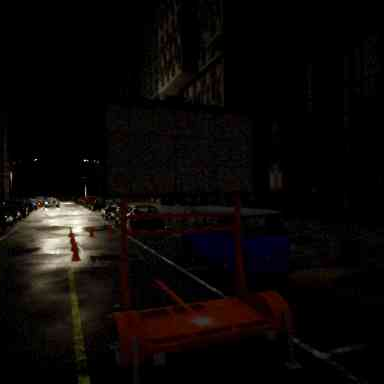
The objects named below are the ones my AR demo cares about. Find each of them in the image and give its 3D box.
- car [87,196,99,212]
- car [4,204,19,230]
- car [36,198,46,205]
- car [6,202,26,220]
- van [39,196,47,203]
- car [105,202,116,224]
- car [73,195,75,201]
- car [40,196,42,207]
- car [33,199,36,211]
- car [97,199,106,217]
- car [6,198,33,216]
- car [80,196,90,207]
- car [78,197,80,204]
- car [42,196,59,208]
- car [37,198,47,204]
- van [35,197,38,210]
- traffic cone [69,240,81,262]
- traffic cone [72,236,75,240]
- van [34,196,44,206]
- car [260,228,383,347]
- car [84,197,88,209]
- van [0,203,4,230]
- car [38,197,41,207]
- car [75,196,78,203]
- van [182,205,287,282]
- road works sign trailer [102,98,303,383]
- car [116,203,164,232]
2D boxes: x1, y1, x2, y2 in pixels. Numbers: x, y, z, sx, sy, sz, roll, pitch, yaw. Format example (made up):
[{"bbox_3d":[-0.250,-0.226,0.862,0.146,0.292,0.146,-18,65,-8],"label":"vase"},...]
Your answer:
[{"bbox_3d":[-11.402,1.613,41.013,1.967,1.590,4.097,-1,0,-22],"label":"car"},{"bbox_3d":[-13.091,1.766,22.142,1.947,1.339,4.313,-1,0,-22],"label":"car"},{"bbox_3d":[-33.794,2.053,74.386,1.752,1.417,4.829,-1,0,-22],"label":"car"},{"bbox_3d":[-15.167,1.799,27.383,1.947,1.339,4.313,-1,0,-22],"label":"car"},{"bbox_3d":[-38.013,1.940,85.024,1.690,1.788,3.998,-1,0,-22],"label":"van"},{"bbox_3d":[-5.234,1.601,25.452,1.752,1.417,4.829,-1,0,-22],"label":"car"},{"bbox_3d":[-28.010,2.004,82.931,1.947,1.339,4.313,-1,0,-22],"label":"car"},{"bbox_3d":[-27.629,1.870,58.824,1.967,1.590,4.097,-1,0,-22],"label":"car"},{"bbox_3d":[-19.321,1.843,37.863,1.887,1.381,4.507,-1,0,-22],"label":"car"},{"bbox_3d":[-7.247,1.658,30.533,2.008,1.369,4.403,-1,0,-22],"label":"car"},{"bbox_3d":[-17.249,1.581,32.622,2.192,1.841,5.009,-1,0,-22],"label":"car"},{"bbox_3d":[-15.557,1.553,51.493,2.192,1.841,5.009,-1,0,-22],"label":"car"},{"bbox_3d":[-19.705,1.870,61.973,1.947,1.339,4.313,-1,0,-22],"label":"car"},{"bbox_3d":[-22.781,1.705,54.093,2.097,1.767,4.553,-1,0,-22],"label":"car"},{"bbox_3d":[-35.932,2.114,79.784,2.008,1.369,4.403,-1,0,-22],"label":"car"},{"bbox_3d":[-21.401,1.672,43.103,1.690,1.788,3.998,-1,0,-22],"label":"van"},{"bbox_3d":[-3.908,2.011,11.170,0.340,0.580,0.340,-1,0,-22],"label":"traffic cone"},{"bbox_3d":[-4.645,2.023,13.029,0.340,0.580,0.340,-1,0,-22],"label":"traffic cone"},{"bbox_3d":[-31.784,1.836,69.304,1.690,1.788,3.998,-1,0,-22],"label":"van"},{"bbox_3d":[3.071,1.471,4.493,1.752,1.417,4.829,-1,0,-22],"label":"car"},{"bbox_3d":[-13.476,1.771,46.253,1.947,1.339,4.313,-1,0,-22],"label":"car"},{"bbox_3d":[-11.019,1.509,16.902,1.690,1.788,3.998,-1,0,-22],"label":"van"},{"bbox_3d":[-23.476,1.804,48.343,1.967,1.590,4.097,-1,0,-22],"label":"car"},{"bbox_3d":[-23.860,1.810,72.451,1.967,1.590,4.097,-1,0,-22],"label":"car"},{"bbox_3d":[1.054,1.319,9.574,1.690,1.788,3.998,-1,0,-22],"label":"van"},{"bbox_3d":[-0.168,0.461,5.132,2.380,3.560,2.880,-1,0,-22],"label":"road works sign trailer"},{"bbox_3d":[-3.097,1.483,20.054,1.967,1.590,4.097,-1,0,-22],"label":"car"}]
